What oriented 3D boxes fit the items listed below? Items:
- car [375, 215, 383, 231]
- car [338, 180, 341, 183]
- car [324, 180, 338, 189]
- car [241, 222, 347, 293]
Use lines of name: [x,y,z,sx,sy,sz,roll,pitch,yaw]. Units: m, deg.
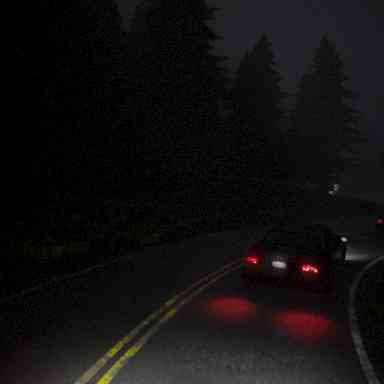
car: [11.532,1.464,16.699,5.357,1.411,2.033,-1,5,-29]
car: [25.668,-2.279,60.432,1.895,1.301,4.718,3,6,34]
car: [18.291,-0.976,45.804,1.994,1.385,4.181,1,5,14]
car: [3.047,1.546,9.135,2.033,1.411,5.357,3,2,29]
